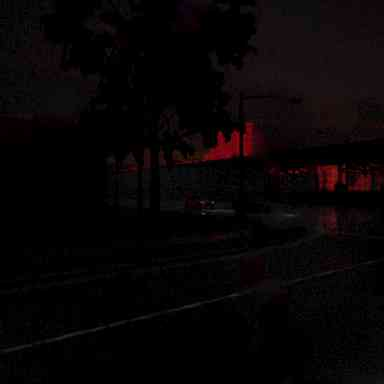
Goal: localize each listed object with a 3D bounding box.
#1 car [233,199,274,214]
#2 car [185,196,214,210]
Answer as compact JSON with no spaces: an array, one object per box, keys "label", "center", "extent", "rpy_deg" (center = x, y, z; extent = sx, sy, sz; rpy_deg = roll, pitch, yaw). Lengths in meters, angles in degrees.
[{"label":"car","center":[6.426,1.475,35.385],"extent":[1.882,1.535,5.008],"rpy_deg":[0,0,-34]},{"label":"car","center":[0.958,1.349,43.580],"extent":[2.097,1.767,4.553],"rpy_deg":[0,0,-33]}]
